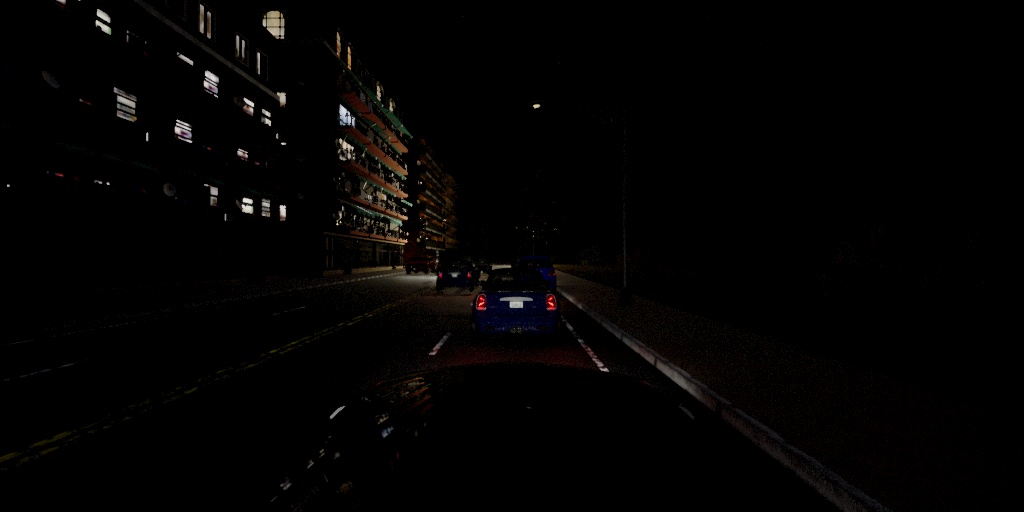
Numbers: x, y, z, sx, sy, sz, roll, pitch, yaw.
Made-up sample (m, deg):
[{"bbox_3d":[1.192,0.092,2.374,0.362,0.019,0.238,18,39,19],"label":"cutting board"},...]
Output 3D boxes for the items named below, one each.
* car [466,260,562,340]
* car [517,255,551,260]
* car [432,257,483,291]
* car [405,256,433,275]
[{"bbox_3d":[0.095,1.103,10.128,2.097,1.767,4.553,0,0,0],"label":"car"},{"bbox_3d":[1.132,0.977,19.703,2.150,2.045,5.566,0,0,0],"label":"car"},{"bbox_3d":[-3.155,1.105,21.835,2.097,1.767,4.553,0,0,0],"label":"car"},{"bbox_3d":[-9.860,0.973,38.975,2.150,2.045,5.566,0,0,0],"label":"car"}]
